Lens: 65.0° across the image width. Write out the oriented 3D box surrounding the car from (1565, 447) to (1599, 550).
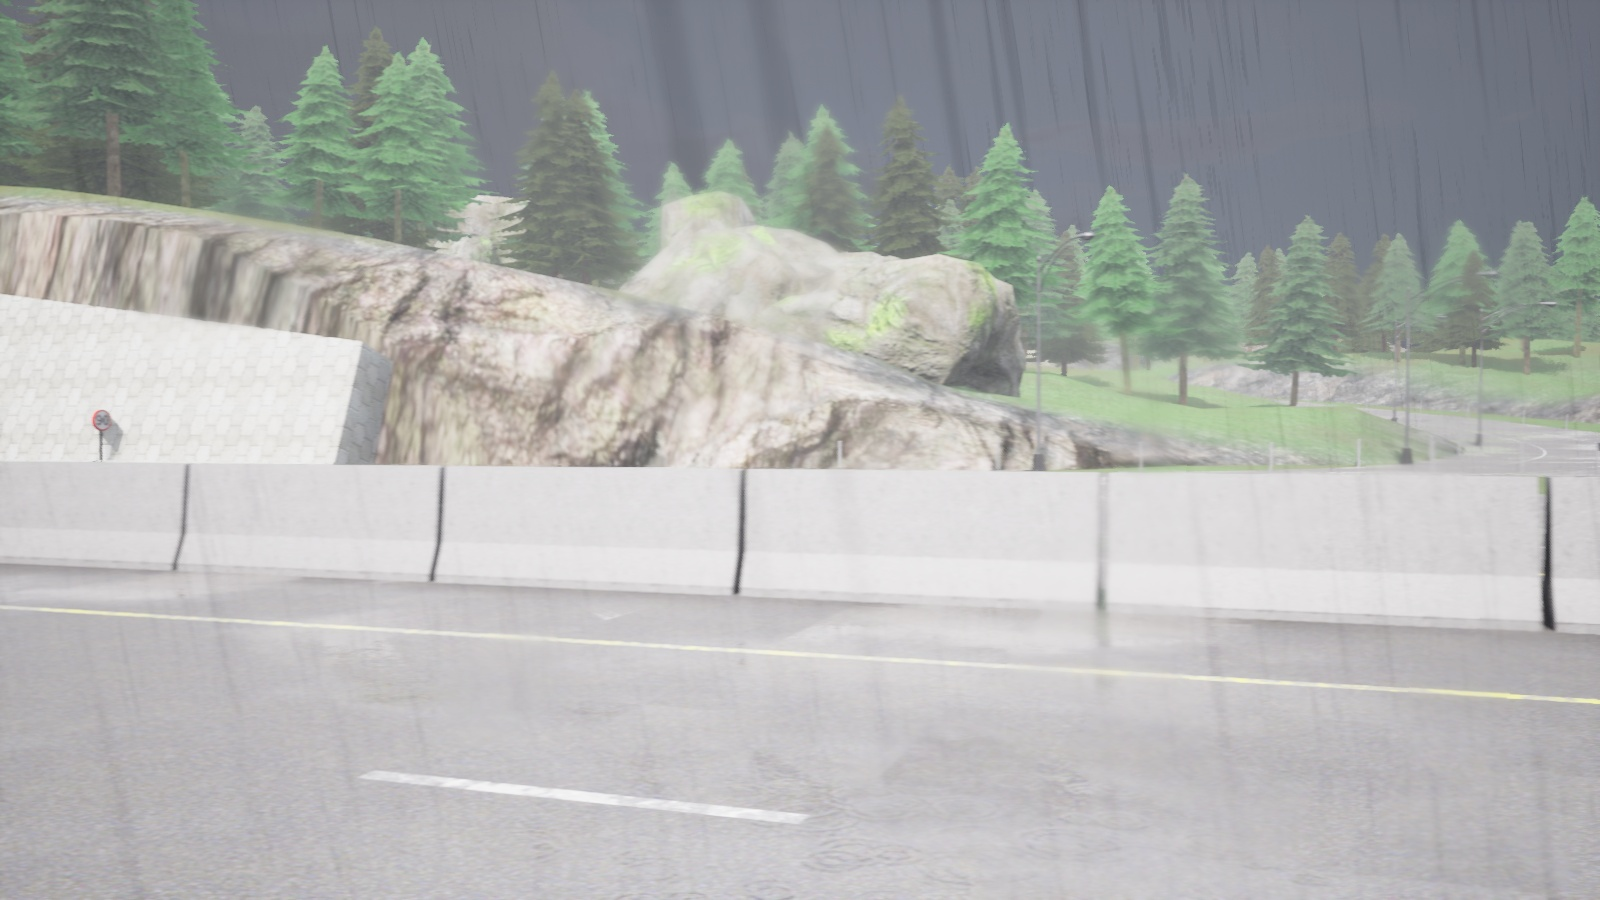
[{"bbox_3d":[13.148,0.681,17.231,4.181,1.385,1.994,1,1,19],"label":"car"}]
